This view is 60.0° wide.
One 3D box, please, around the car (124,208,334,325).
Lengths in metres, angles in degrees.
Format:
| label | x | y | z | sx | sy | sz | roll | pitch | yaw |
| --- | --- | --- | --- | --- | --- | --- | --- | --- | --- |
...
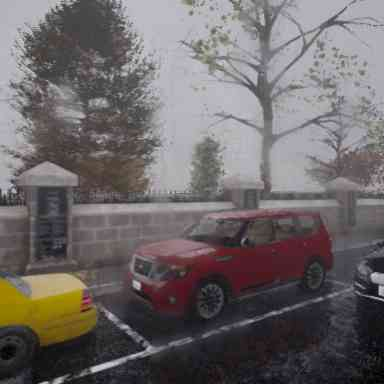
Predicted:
| label | x | y | z | sx | sy | sz | roll | pitch | yaw |
| --- | --- | --- | --- | --- | --- | --- | --- | --- | --- |
| car | 1.080 | 1.326 | 7.324 | 5.009 | 1.841 | 2.192 | 0 | 0 | -35 |

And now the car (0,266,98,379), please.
| label | x | y | z | sx | sy | sz | roll | pitch | yaw |
| --- | --- | --- | --- | --- | --- | --- | --- | --- | --- |
| car | -3.644 | 1.524 | 3.957 | 4.829 | 1.417 | 1.752 | 0 | 0 | -35 |

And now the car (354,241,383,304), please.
| label | x | y | z | sx | sy | sz | roll | pitch | yaw |
| --- | --- | --- | --- | --- | --- | --- | --- | --- | --- |
| car | 5.460 | 1.510 | 7.253 | 4.902 | 1.511 | 2.128 | 0 | 0 | -35 |
